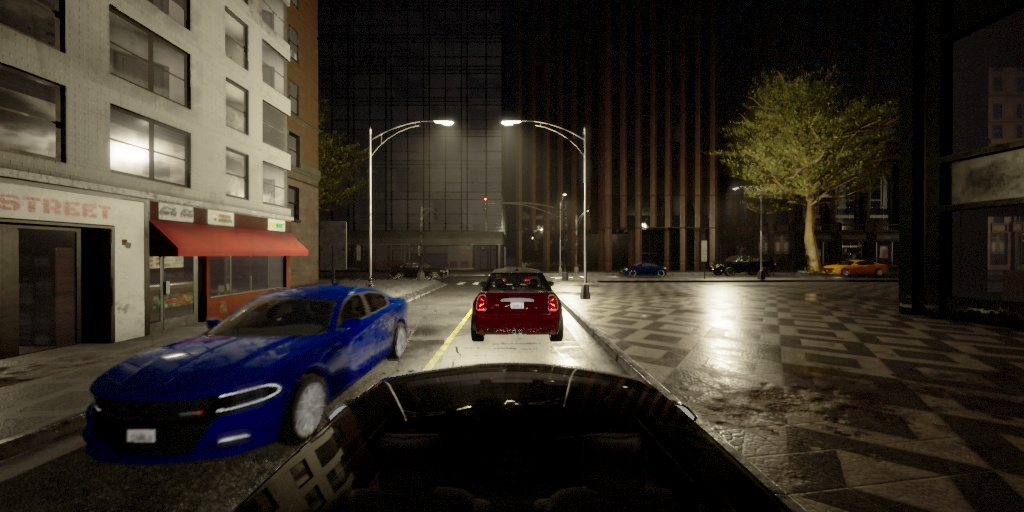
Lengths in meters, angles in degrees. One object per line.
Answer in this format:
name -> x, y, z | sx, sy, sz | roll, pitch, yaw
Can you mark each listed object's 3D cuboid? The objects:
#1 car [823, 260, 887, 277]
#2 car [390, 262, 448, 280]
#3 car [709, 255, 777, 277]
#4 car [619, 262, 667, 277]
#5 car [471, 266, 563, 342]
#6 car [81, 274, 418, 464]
car -> 32.154, 1.116, 33.707 | 5.008, 1.535, 1.882 | 0, 0, 0
car -> -7.946, 1.267, 30.730 | 4.902, 1.511, 2.128 | -1, 0, 0
car -> 21.703, 0.884, 33.764 | 5.566, 2.045, 2.150 | 0, 0, 0
car -> 12.318, 1.257, 33.823 | 4.181, 1.385, 1.994 | 0, 0, 0
car -> 0.122, 1.101, 9.955 | 2.097, 1.767, 4.553 | 0, 0, 0
car -> -3.085, 1.227, 5.490 | 1.882, 1.535, 5.008 | 0, 0, 0
